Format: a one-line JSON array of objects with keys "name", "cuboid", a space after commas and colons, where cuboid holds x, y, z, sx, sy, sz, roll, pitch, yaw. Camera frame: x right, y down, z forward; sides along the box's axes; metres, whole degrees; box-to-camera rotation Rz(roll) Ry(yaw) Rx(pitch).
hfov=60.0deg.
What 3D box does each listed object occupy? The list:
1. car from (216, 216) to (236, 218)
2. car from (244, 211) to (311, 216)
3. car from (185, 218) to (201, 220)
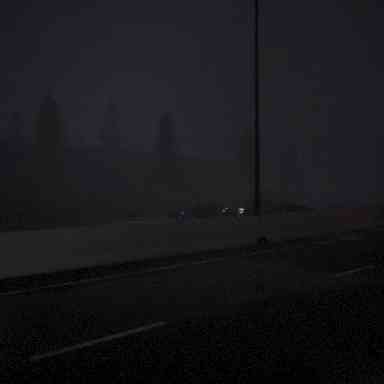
[{"name": "car", "cuboid": [4.360, 1.275, 24.543, 4.553, 1.767, 2.097, 0, 0, -37]}, {"name": "car", "cuboid": [5.876, 1.414, 21.297, 4.902, 1.511, 2.128, 0, 0, -37]}, {"name": "car", "cuboid": [0.571, 1.417, 26.060, 5.008, 1.535, 1.882, 0, 0, -37]}]
